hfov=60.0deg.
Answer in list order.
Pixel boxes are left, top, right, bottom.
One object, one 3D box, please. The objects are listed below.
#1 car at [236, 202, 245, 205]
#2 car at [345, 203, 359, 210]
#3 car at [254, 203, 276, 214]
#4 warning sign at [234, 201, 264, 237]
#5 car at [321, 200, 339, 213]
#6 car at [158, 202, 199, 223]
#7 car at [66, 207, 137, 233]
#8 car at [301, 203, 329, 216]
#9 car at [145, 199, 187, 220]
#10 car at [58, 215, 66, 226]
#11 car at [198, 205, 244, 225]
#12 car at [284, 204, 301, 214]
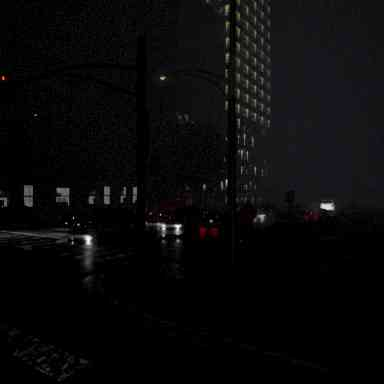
[{"bbox_3d":[4.824,1.998,38.579,2.097,1.767,4.553,0,-1,33],"label":"car"},{"bbox_3d":[31.513,2.837,65.705,1.812,1.442,4.674,0,-1,33],"label":"car"},{"bbox_3d":[10.350,2.318,47.086,2.128,1.511,4.902,0,-1,33],"label":"car"},{"bbox_3d":[3.156,1.454,18.534,1.300,1.860,1.060,1,1,33],"label":"warning sign"},{"bbox_3d":[21.950,2.254,52.973,2.150,2.045,5.566,0,-1,33],"label":"car"},{"bbox_3d":[-0.580,1.972,30.210,1.837,1.490,4.892,0,-1,33],"label":"car"},{"bbox_3d":[-5.635,1.805,22.374,1.837,1.490,4.892,0,-1,33],"label":"car"},{"bbox_3d":[16.535,2.456,44.487,1.895,1.301,4.718,0,-1,33],"label":"car"},{"bbox_3d":[-2.357,1.717,33.451,2.150,2.045,5.566,0,-1,33],"label":"car"},{"bbox_3d":[-7.652,1.921,25.239,1.895,1.301,4.718,0,-1,33],"label":"car"},{"bbox_3d":[2.769,2.087,29.014,1.895,1.301,4.718,0,-1,33],"label":"car"},{"bbox_3d":[14.862,2.433,47.863,2.033,1.411,5.357,0,-1,33],"label":"car"}]
